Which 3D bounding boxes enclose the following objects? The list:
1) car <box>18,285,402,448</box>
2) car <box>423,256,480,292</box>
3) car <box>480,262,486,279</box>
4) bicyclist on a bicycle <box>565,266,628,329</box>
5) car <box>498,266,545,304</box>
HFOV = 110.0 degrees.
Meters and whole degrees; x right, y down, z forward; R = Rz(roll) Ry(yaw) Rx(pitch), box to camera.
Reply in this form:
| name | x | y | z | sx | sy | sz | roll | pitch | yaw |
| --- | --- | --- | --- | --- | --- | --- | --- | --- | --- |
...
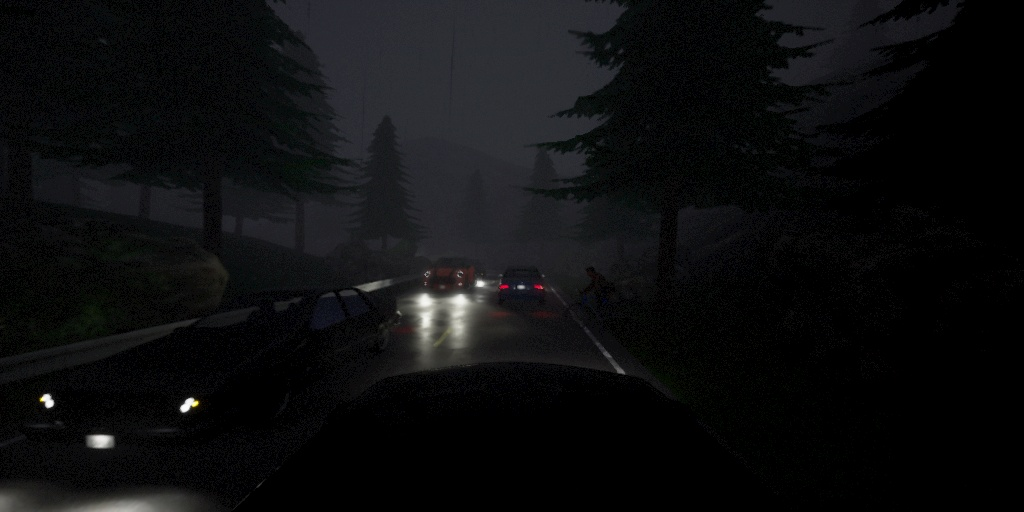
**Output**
| name | x | y | z | sx | sy | sz | roll | pitch | yaw |
| --- | --- | --- | --- | --- | --- | --- | --- | --- | --- |
| car | -3.502 | 1.218 | 5.826 | 2.033 | 1.411 | 5.357 | 0 | 1 | 3 |
| car | -3.193 | 0.841 | 18.981 | 2.097 | 1.767 | 4.553 | 0 | 1 | 2 |
| car | -3.071 | 0.941 | 27.217 | 1.994 | 1.385 | 4.181 | 0 | 1 | -8 |
| bicyclist on a bicycle | 2.203 | 1.096 | 9.348 | 1.656 | 1.620 | 0.582 | 0 | 0 | 1 |
| car | 0.404 | 1.114 | 15.070 | 2.033 | 1.411 | 5.357 | 0 | 1 | 2 |
